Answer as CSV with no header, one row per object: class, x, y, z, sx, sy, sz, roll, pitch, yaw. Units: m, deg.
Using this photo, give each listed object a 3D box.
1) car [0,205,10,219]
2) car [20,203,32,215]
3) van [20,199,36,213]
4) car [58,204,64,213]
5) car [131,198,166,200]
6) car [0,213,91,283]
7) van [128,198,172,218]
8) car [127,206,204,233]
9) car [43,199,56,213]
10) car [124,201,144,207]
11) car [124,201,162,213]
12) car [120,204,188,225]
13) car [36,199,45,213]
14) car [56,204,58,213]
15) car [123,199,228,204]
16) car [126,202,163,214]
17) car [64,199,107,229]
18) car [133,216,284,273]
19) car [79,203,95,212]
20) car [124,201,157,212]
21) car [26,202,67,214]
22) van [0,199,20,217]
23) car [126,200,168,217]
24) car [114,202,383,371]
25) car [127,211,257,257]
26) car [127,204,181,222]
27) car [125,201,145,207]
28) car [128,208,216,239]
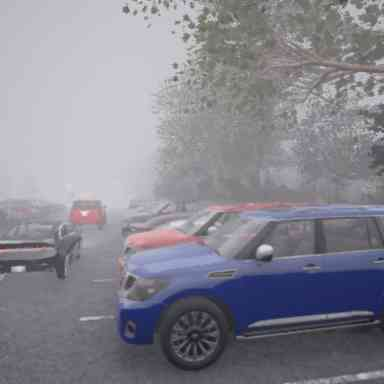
car,-15.158,1.839,21.813,5.008,1.535,2.097,0,-1,-12
car,-16.297,1.919,27.301,4.892,1.521,2.231,0,-1,-12
van,-16.975,1.732,30.027,4.442,1.987,1.878,0,-1,-12
car,-19.665,1.931,43.782,5.566,2.045,2.435,0,-1,-12
car,-0.702,1.400,16.406,5.566,2.045,2.435,0,-1,-12
car,-4.566,1.627,10.226,2.128,1.511,4.902,0,0,-11
van,-4.519,1.697,35.524,4.442,1.987,1.878,0,-1,-12
car,-1.833,1.757,21.853,4.792,1.488,2.163,0,-1,-12
car,-17.969,1.789,35.545,5.566,2.045,2.435,0,-1,-12
car,-15.024,3.041,86.039,4.892,1.521,2.231,0,-1,-12
car,-6.873,2.107,46.403,5.008,1.535,2.097,0,-1,-12
car,-3.118,1.804,27.277,5.366,1.575,1.946,0,-1,-12
car,-17.460,1.872,32.789,4.553,1.767,2.185,0,-1,-12
car,-18.555,2.084,38.285,4.892,1.521,2.231,0,-1,-12
car,0.995,1.298,8.225,5.566,2.045,2.435,0,-1,-12
car,-6.314,2.097,43.673,4.674,1.452,2.002,0,-1,-12
car,-7.446,1.547,24.044,2.150,2.045,5.566,0,0,-12
car,0.433,1.623,11.074,4.674,1.452,2.002,0,-1,-12
car,-16.946,2.475,53.921,1.895,1.301,4.718,0,-1,-11
car,-8.004,2.219,51.854,5.008,1.535,2.097,0,-1,-12
car,-20.260,2.239,46.513,4.892,1.521,2.231,0,-1,-12
van,-15.610,1.652,24.585,4.442,1.987,1.878,0,-1,-12
car,-5.224,1.840,38.215,4.553,1.767,2.185,0,-1,-12
car,1.537,1.269,5.619,5.566,2.045,2.435,0,-1,-12
car,-0.111,1.616,13.679,5.008,1.535,2.097,0,-1,-12
car,-3.503,1.885,30.040,4.674,1.452,2.002,0,-1,-12
car,-13.729,2.928,79.749,4.674,1.452,2.002,0,-1,-12
car,-1.210,1.718,19.139,4.792,1.488,2.163,0,-1,-12
